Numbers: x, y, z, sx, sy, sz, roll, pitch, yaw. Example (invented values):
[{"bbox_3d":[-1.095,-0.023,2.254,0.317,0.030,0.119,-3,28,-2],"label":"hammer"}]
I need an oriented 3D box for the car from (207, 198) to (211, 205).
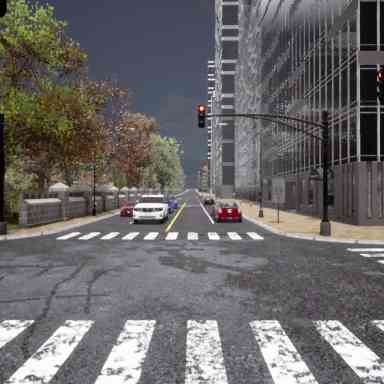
[{"bbox_3d":[2.757,1.568,31.722,1.947,1.339,4.313,0,0,0],"label":"car"}]

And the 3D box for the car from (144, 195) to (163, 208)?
[{"bbox_3d":[-5.587,1.316,48.786,2.192,1.841,5.009,0,0,0],"label":"car"}]

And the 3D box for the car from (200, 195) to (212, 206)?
[{"bbox_3d":[2.805,1.564,54.447,1.947,1.339,4.313,0,0,0],"label":"car"}]

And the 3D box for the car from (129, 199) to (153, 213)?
[{"bbox_3d":[-5.612,1.553,37.420,2.008,1.369,4.403,0,0,0],"label":"car"}]

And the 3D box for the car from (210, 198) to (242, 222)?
[{"bbox_3d":[2.746,1.442,26.042,1.967,1.590,4.097,0,0,0],"label":"car"}]

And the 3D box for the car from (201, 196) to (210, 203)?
[{"bbox_3d":[2.841,1.506,71.664,1.752,1.417,4.829,0,0,0],"label":"car"}]

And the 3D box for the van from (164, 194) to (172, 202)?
[{"bbox_3d":[-5.527,1.313,77.202,1.690,1.788,3.998,0,0,0],"label":"van"}]

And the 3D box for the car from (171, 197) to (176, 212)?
[{"bbox_3d":[-3.024,1.528,35.675,1.812,1.442,4.674,0,0,0],"label":"car"}]

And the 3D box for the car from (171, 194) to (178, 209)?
[{"bbox_3d":[-2.994,1.354,45.885,2.097,1.767,4.553,0,0,0],"label":"car"}]

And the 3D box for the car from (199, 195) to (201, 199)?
[{"bbox_3d":[2.817,1.434,60.128,1.967,1.590,4.097,0,0,0],"label":"car"}]

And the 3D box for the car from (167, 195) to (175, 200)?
[{"bbox_3d":[-5.504,1.531,88.569,1.802,1.307,4.206,0,0,0],"label":"car"}]

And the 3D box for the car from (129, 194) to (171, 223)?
[{"bbox_3d":[-3.050,1.223,25.521,2.150,2.045,5.566,0,0,0],"label":"car"}]

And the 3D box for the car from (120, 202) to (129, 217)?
[{"bbox_3d":[-5.624,1.547,31.737,1.887,1.381,4.507,0,0,0],"label":"car"}]
